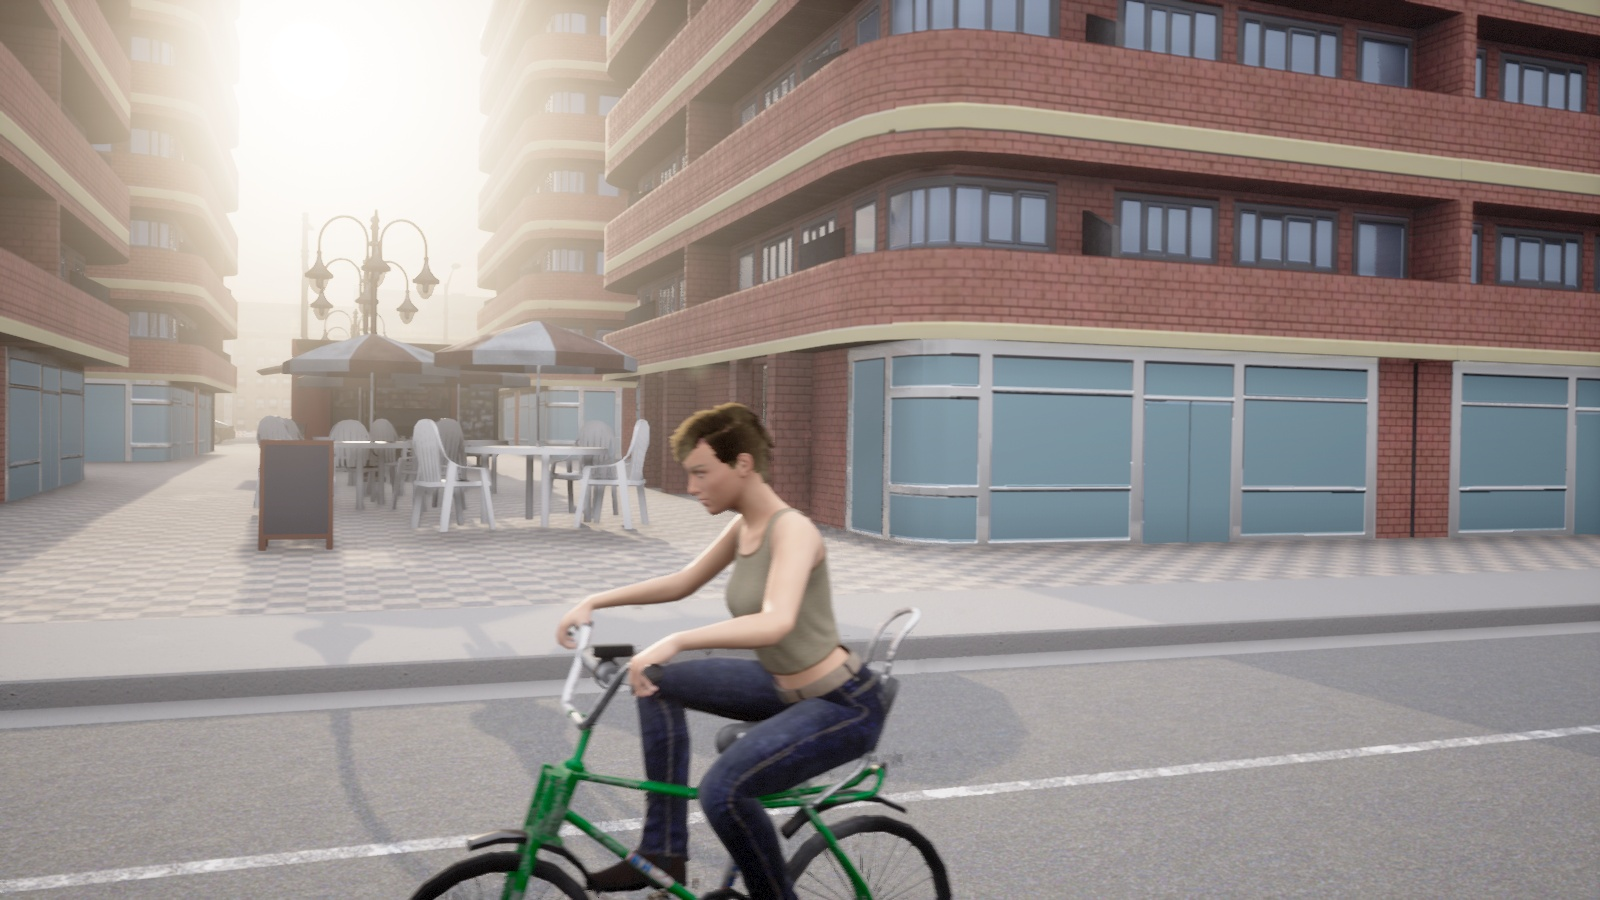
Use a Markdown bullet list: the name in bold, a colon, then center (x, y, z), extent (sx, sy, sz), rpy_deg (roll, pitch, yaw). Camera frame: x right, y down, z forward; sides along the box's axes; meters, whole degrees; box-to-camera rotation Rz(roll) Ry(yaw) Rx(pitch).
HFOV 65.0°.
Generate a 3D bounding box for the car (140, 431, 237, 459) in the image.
- **car**: center (-35.721, -0.304, 73.529), extent (4.892, 1.490, 1.837), rpy_deg (-2, 1, -21)

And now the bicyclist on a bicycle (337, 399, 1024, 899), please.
- **bicyclist on a bicycle**: center (-0.329, 0.694, 3.119), extent (1.509, 1.612, 0.866), rpy_deg (-1, 1, -21)
